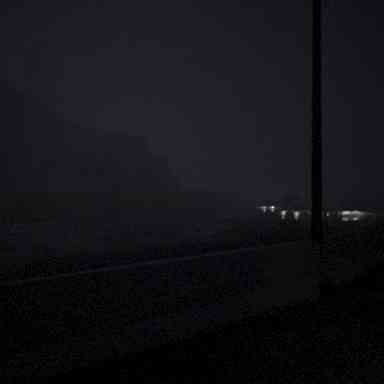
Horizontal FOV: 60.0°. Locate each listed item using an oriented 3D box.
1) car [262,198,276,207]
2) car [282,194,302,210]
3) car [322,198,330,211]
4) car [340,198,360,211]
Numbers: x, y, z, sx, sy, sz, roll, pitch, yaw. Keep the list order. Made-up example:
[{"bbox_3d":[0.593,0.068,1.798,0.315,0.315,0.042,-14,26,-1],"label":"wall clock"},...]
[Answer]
[{"bbox_3d":[12.150,1.604,52.426,1.994,1.385,4.181,0,0,13],"label":"car"},{"bbox_3d":[12.953,1.256,43.061,2.150,2.045,5.566,0,0,21],"label":"car"},{"bbox_3d":[16.389,1.515,42.382,1.882,1.535,5.008,0,0,20],"label":"car"},{"bbox_3d":[20.076,1.533,42.372,2.128,1.511,4.902,0,0,19],"label":"car"}]
